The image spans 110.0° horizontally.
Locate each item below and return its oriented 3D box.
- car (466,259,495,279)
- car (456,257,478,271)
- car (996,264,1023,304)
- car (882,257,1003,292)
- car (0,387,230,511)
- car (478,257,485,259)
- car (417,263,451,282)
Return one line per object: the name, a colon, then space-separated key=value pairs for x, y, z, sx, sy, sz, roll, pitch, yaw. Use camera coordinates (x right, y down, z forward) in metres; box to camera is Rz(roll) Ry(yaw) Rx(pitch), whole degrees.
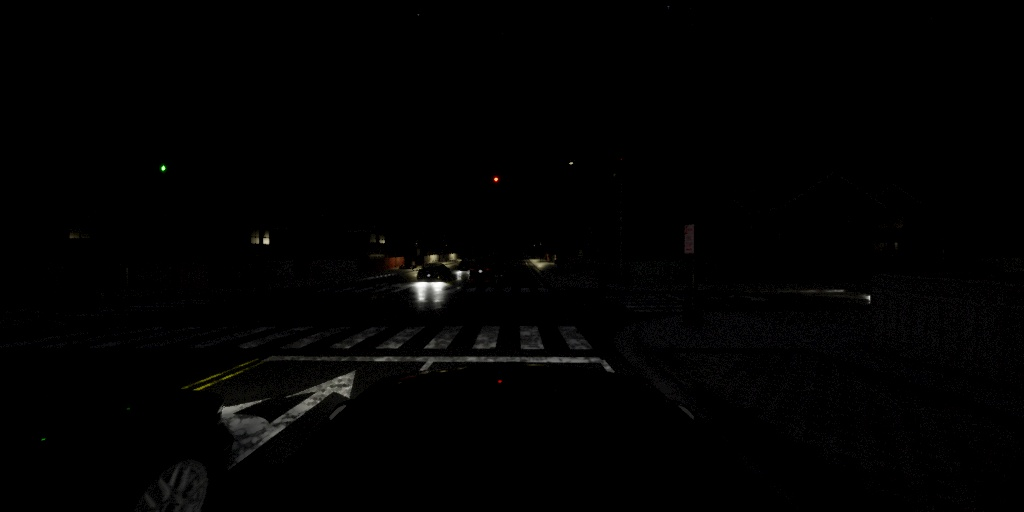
car: x=-2.619 y=1.239 z=32.080 sx=1.994 sy=1.385 sz=4.181 roll=0 pitch=0 yaw=1
car: x=-5.822 y=1.091 z=45.797 sx=1.812 sy=1.442 sz=4.674 roll=0 pitch=1 yaw=1
car: x=22.123 y=1.068 z=13.525 sx=4.902 sy=1.511 sz=2.128 roll=0 pitch=0 yaw=0
car: x=19.471 y=0.939 z=16.427 sx=4.553 sy=1.767 sz=2.097 roll=0 pitch=0 yaw=-1
car: x=-3.172 y=1.228 z=0.748 sx=1.882 sy=1.535 sz=5.008 roll=0 pitch=0 yaw=1
car: x=-5.422 y=0.834 z=63.016 sx=2.033 sy=1.411 sz=5.357 roll=0 pitch=1 yaw=1
car: x=-6.126 y=1.249 z=28.502 sx=1.994 sy=1.385 sz=4.181 roll=0 pitch=0 yaw=1
